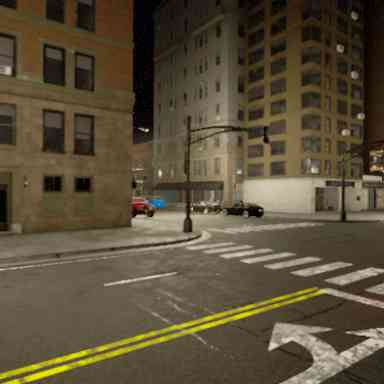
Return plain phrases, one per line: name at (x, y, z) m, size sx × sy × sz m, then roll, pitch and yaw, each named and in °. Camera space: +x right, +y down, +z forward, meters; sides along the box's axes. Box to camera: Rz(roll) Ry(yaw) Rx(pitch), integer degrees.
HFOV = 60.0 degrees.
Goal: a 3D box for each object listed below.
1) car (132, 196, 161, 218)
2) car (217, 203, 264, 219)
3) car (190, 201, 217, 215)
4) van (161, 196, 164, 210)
car at (-5.216, 1.316, 30.056) m, size 2.192 × 1.841 × 5.009 m, roll 0°, pitch 0°, yaw -35°
car at (4.604, 1.621, 30.062) m, size 1.947 × 1.339 × 4.313 m, roll 0°, pitch 0°, yaw -35°
car at (1.337, 1.606, 34.686) m, size 2.008 × 1.369 × 4.403 m, roll 0°, pitch 0°, yaw -35°
van at (-5.196, 1.397, 43.935) m, size 1.690 × 1.788 × 3.998 m, roll 0°, pitch 0°, yaw -35°
